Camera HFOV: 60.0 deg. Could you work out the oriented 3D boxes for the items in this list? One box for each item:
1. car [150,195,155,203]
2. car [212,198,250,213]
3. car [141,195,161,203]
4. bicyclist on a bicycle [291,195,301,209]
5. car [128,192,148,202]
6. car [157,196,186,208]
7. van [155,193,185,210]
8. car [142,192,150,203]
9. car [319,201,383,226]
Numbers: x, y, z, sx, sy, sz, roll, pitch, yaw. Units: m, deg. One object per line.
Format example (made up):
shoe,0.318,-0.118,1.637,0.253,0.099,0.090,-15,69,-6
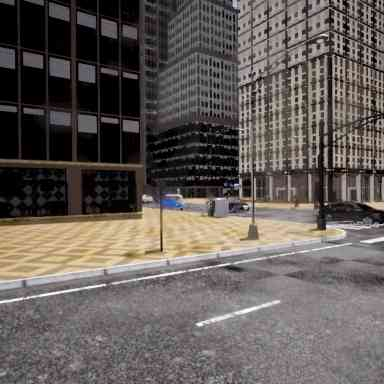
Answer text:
car,-4.732,1.036,57.969,2.192,1.841,5.009,0,0,-34
car,3.953,1.376,34.727,2.128,1.511,4.902,-1,0,-34
car,-7.829,1.239,62.563,1.887,1.381,4.507,0,0,-34
bicyclist on a bicycle,11.998,1.119,38.415,1.656,1.620,0.582,-1,1,-34
car,-10.927,0.982,67.155,2.192,1.841,5.009,0,0,-34
car,-2.803,1.352,44.757,1.812,1.442,4.674,-1,0,-34
van,-2.389,1.211,39.506,1.690,1.788,3.998,0,0,-34
car,-8.554,1.254,58.998,1.812,1.442,4.674,-1,1,-34
car,11.483,1.452,23.569,1.837,1.490,4.892,-1,0,-34
